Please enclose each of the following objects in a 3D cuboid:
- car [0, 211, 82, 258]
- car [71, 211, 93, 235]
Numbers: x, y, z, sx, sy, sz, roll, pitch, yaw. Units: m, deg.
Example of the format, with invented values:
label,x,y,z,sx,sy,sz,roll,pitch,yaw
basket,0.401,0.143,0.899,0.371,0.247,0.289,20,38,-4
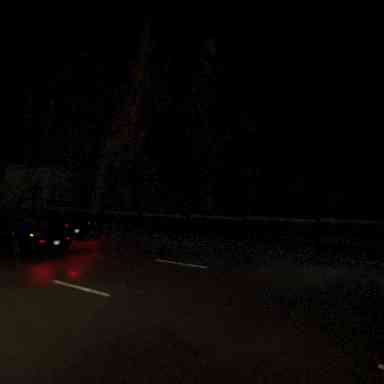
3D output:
label,x,y,z,sx,sy,sz,roll,pitch,yaw
car,-6.631,1.578,12.999,4.674,1.442,1.812,0,0,35
car,-7.566,1.659,17.971,4.718,1.301,1.895,0,0,35
